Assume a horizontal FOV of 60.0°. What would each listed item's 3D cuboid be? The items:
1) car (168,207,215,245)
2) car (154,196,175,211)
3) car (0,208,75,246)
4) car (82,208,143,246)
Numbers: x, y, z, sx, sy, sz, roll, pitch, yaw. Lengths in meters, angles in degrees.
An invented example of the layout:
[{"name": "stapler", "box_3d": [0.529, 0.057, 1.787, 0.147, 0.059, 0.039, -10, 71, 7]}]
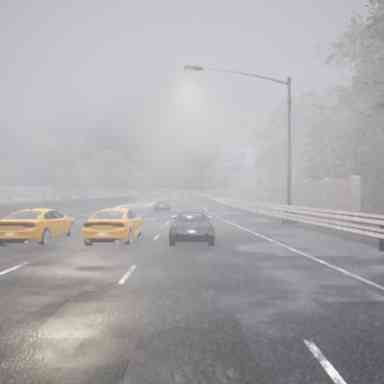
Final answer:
[{"name": "car", "box_3d": [-0.006, 1.572, 15.541, 1.994, 1.385, 4.181, 0, 0, 0]}, {"name": "car", "box_3d": [-3.514, 1.585, 40.626, 1.994, 1.385, 4.181, 0, 0, 0]}, {"name": "car", "box_3d": [-7.005, 1.485, 15.323, 1.882, 1.535, 5.008, 0, 0, 0]}, {"name": "car", "box_3d": [-3.505, 1.486, 15.444, 1.882, 1.535, 5.008, 0, 0, 0]}]
